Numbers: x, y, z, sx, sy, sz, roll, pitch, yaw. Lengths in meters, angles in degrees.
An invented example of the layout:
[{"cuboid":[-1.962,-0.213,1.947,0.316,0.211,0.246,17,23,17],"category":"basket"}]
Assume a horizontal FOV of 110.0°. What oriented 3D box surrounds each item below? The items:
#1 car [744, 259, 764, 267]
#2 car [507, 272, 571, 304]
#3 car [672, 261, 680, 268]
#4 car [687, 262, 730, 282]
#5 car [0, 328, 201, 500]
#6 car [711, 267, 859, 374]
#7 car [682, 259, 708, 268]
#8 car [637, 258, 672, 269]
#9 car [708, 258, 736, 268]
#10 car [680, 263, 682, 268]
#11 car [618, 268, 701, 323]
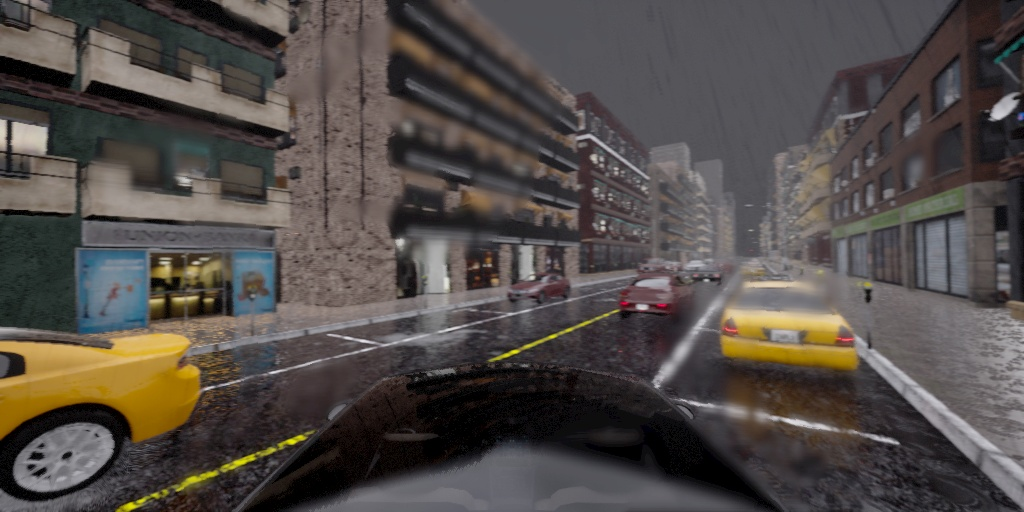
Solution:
[{"cuboid":[21.111,1.180,31.324,1.751,1.417,4.829,0,0,34],"category":"car"},{"cuboid":[1.442,1.458,17.212,1.802,1.307,4.207,0,0,34],"category":"car"},{"cuboid":[17.237,1.255,40.551,1.967,1.591,4.097,0,0,34],"category":"car"},{"cuboid":[14.188,1.328,25.736,1.895,1.301,4.718,-1,-1,34],"category":"car"},{"cuboid":[-5.441,1.334,2.446,1.882,1.535,5.008,-1,-1,34],"category":"car"},{"cuboid":[5.513,1.163,7.484,1.801,1.575,5.366,-1,-1,34],"category":"car"},{"cuboid":[22.002,1.276,42.836,1.812,1.442,4.674,-1,-1,34],"category":"car"},{"cuboid":[14.079,1.143,35.883,2.192,1.841,5.009,0,0,34],"category":"car"},{"cuboid":[23.221,1.045,39.270,2.097,1.767,4.553,-1,-1,34],"category":"car"},{"cuboid":[20.397,1.348,45.219,1.888,1.381,4.507,0,0,34],"category":"car"},{"cuboid":[5.019,1.287,12.191,1.812,1.442,4.674,-1,-1,34],"category":"car"}]
